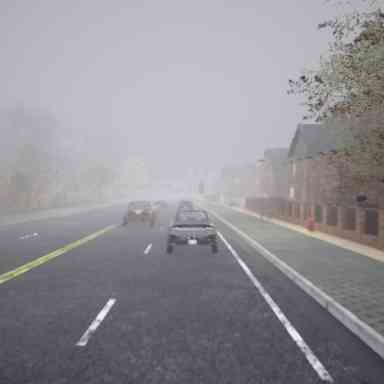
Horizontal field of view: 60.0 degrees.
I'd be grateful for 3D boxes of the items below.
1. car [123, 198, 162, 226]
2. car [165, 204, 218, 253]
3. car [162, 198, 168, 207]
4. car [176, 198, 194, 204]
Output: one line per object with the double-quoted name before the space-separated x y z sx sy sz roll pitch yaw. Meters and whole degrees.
"car" -3.476 1.341 23.319 2.097 1.767 4.553 0 0 -1
"car" -0.017 1.481 13.687 2.128 1.511 4.902 0 0 -1
"car" -4.381 1.501 46.717 1.812 1.442 4.674 0 0 -3
"car" -0.841 1.476 40.942 1.837 1.490 4.892 0 0 -3
